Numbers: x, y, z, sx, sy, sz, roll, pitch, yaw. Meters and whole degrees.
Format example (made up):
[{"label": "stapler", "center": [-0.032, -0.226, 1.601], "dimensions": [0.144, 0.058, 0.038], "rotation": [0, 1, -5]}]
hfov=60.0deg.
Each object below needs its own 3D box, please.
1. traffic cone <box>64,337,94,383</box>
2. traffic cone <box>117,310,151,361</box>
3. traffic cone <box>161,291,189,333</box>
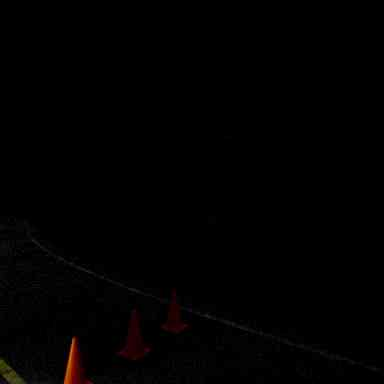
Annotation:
[{"label": "traffic cone", "center": [-1.321, 1.945, 3.767], "dimensions": [0.340, 0.580, 0.340], "rotation": [1, 1, 31]}, {"label": "traffic cone", "center": [-0.803, 1.938, 4.617], "dimensions": [0.340, 0.580, 0.340], "rotation": [1, 1, 31]}, {"label": "traffic cone", "center": [-0.284, 1.932, 5.468], "dimensions": [0.340, 0.580, 0.340], "rotation": [1, 1, 31]}]
